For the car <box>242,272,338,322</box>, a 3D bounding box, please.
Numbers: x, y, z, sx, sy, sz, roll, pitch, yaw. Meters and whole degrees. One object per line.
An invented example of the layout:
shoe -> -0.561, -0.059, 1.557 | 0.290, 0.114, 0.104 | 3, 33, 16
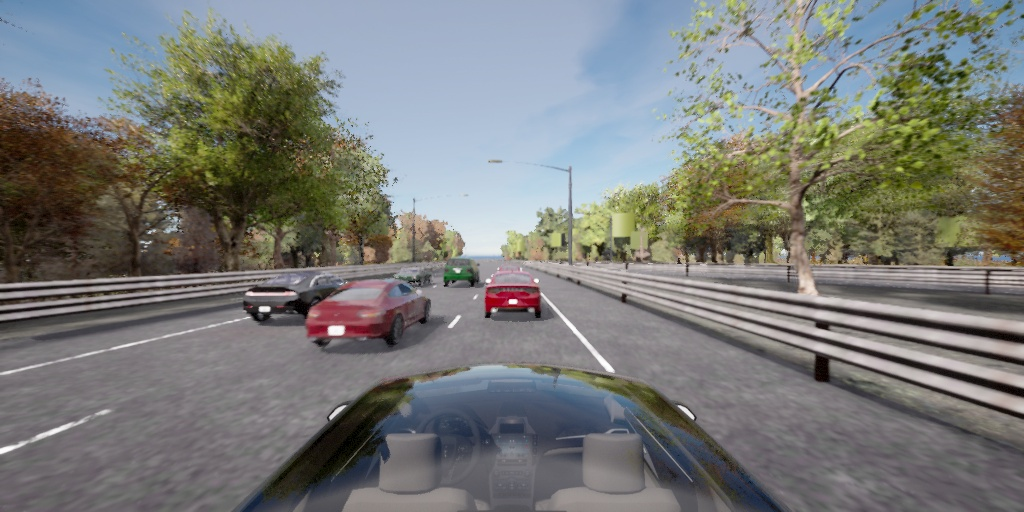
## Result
car -> -6.983, 1.304, 12.538 | 2.128, 1.511, 4.902 | 0, 0, 0

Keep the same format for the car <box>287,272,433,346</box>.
car -> -3.480, 1.319, 9.438 | 1.812, 1.442, 4.674 | 0, 0, 0

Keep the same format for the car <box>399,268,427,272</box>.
car -> -7.154, 1.496, 26.279 | 1.895, 1.301, 4.718 | 0, 0, -1

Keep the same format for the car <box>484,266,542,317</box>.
car -> 0.018, 1.292, 13.482 | 1.882, 1.535, 5.008 | 0, -1, 0

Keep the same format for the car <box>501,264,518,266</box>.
car -> -0.193, 1.388, 29.295 | 1.882, 1.535, 5.008 | 0, 0, -1

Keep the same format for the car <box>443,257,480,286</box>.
car -> -3.658, 1.119, 26.637 | 2.150, 2.045, 5.566 | 0, 0, -1
